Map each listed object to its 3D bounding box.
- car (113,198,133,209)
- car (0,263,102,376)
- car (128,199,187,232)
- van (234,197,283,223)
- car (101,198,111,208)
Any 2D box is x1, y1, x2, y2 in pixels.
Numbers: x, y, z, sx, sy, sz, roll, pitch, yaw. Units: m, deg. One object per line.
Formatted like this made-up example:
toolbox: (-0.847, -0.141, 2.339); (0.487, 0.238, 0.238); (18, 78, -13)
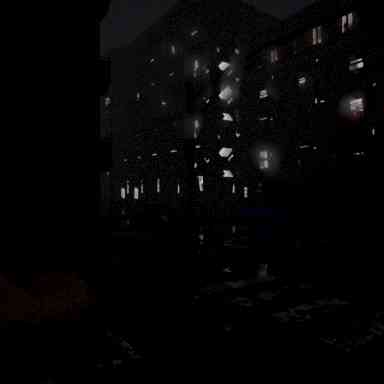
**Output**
car: (-8.416, 1.463, 43.227); (1.887, 1.381, 4.507); (-1, 0, -36)
car: (-3.602, 1.525, 3.995); (4.829, 1.417, 1.752); (0, 0, -36)
car: (-1.899, 1.441, 19.995); (1.967, 1.590, 4.097); (0, 0, -36)
van: (4.892, 1.280, 24.904); (1.690, 1.788, 3.998); (0, 0, -36)
car: (-11.742, 1.463, 47.808); (1.887, 1.381, 4.507); (-1, 0, -36)
